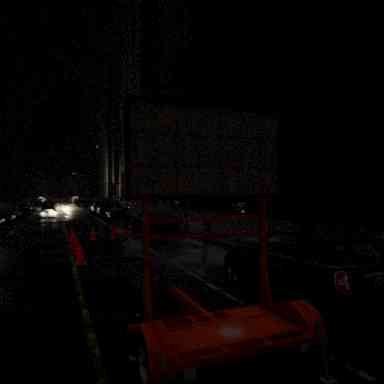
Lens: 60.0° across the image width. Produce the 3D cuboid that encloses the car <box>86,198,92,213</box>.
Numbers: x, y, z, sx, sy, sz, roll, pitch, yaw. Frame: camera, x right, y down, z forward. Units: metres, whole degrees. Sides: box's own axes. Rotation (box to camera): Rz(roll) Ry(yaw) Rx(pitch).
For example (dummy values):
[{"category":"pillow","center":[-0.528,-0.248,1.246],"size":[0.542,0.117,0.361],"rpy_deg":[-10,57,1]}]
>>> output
[{"category":"car","center":[-10.482,1.642,38.238],"size":[2.192,1.841,5.009],"rpy_deg":[0,0,-22]}]

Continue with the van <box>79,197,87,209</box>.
[{"category":"van","center":[-16.850,1.823,53.813],"size":[1.690,1.788,3.998],"rpy_deg":[0,0,-22]}]

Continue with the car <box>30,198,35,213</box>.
[{"category":"car","center":[-20.490,1.856,40.191],"size":[1.967,1.590,4.097],"rpy_deg":[0,0,-22]}]

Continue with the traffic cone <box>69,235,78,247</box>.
[{"category":"traffic cone","center":[-4.403,2.067,12.705],"size":[0.340,0.580,0.340],"rpy_deg":[0,0,-22]}]

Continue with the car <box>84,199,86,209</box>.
[{"category":"car","center":[-12.668,1.906,43.586],"size":[1.752,1.417,4.829],"rpy_deg":[0,0,-22]}]

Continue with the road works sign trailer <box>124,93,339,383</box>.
[{"category":"road works sign trailer","center":[0.173,0.493,4.867],"size":[2.380,3.560,2.880],"rpy_deg":[0,0,-22]}]

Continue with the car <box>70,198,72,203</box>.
[{"category":"car","center":[-27.463,2.184,79.771],"size":[1.967,1.590,4.097],"rpy_deg":[0,0,-22]}]

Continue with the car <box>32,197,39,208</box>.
[{"category":"car","center":[-22.614,1.783,45.384],"size":[2.192,1.841,5.009],"rpy_deg":[0,0,-22]}]

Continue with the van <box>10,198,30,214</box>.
[{"category":"van","center":[-18.368,1.706,35.000],"size":[1.690,1.788,3.998],"rpy_deg":[0,0,-22]}]

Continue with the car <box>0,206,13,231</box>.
[{"category":"car","center":[-11.998,1.763,19.423],"size":[2.008,1.369,4.403],"rpy_deg":[0,0,-22]}]

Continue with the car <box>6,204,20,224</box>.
[{"category":"car","center":[-14.121,1.844,24.615],"size":[1.802,1.307,4.206],"rpy_deg":[0,0,-22]}]

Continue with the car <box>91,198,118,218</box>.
[{"category":"car","center":[-8.359,1.591,33.046],"size":[2.192,1.841,5.009],"rpy_deg":[0,0,-22]}]

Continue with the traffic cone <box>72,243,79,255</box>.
[{"category":"traffic cone","center":[-3.646,2.050,10.854],"size":[0.340,0.580,0.340],"rpy_deg":[0,0,-22]}]

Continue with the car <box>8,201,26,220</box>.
[{"category":"car","center":[-16.180,1.837,29.650],"size":[1.752,1.417,4.829],"rpy_deg":[0,0,-22]}]

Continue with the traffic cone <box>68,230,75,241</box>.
[{"category":"traffic cone","center":[-5.160,2.084,14.557],"size":[0.340,0.580,0.340],"rpy_deg":[0,0,-22]}]

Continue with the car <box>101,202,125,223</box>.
[{"category":"car","center":[-6.235,1.807,27.853],"size":[1.802,1.307,4.206],"rpy_deg":[0,0,-22]}]

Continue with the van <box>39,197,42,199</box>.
[{"category":"van","center":[-28.982,1.965,60.960],"size":[1.690,1.788,3.998],"rpy_deg":[0,0,-22]}]

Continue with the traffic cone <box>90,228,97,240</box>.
[{"category":"traffic cone","center":[-4.991,2.098,16.786],"size":[0.340,0.580,0.340],"rpy_deg":[0,0,-22]}]

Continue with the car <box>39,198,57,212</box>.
[{"category":"car","center":[-20.470,1.970,47.441],"size":[1.837,1.490,4.892],"rpy_deg":[0,0,-22]}]

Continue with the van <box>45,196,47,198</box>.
[{"category":"van","center":[-39.597,2.229,86.921],"size":[1.690,1.788,3.998],"rpy_deg":[0,0,-22]}]

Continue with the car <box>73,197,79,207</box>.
[{"category":"car","center":[-21.096,1.901,64.197],"size":[2.192,1.841,5.009],"rpy_deg":[0,0,-22]}]

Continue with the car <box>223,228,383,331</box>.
[{"category":"car","center":[2.255,1.467,7.087],"size":[1.967,1.590,4.097],"rpy_deg":[0,0,-22]}]

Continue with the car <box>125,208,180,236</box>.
[{"category":"car","center":[-1.989,1.690,17.470],"size":[1.947,1.339,4.313],"rpy_deg":[0,0,-22]}]
